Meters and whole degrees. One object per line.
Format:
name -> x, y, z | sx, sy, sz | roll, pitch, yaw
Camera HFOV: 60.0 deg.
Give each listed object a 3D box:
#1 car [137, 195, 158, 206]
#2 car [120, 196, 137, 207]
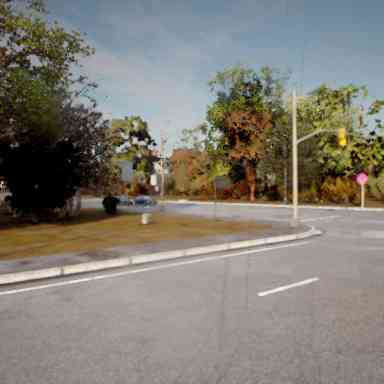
car -> -6.628, 1.195, 46.500 | 1.812, 1.442, 4.674 | -1, 1, -38
car -> -9.640, 1.289, 44.665 | 1.994, 1.385, 4.181 | -1, 1, -38
